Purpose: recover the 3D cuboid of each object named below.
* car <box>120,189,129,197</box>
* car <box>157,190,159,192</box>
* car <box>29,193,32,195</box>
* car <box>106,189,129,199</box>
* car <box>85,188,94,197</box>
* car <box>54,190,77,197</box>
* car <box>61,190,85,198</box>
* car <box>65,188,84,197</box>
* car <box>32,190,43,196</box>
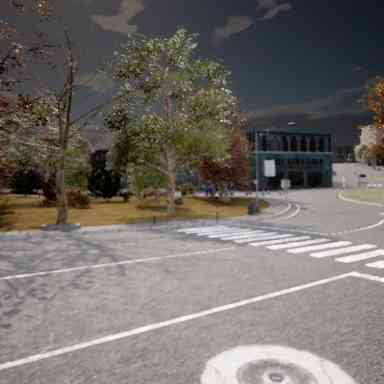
[{"bbox_3d":[-11.796,0.178,61.973,2.185,1.767,4.553,-2,1,16],"label":"car"},{"bbox_3d":[-7.009,-0.026,58.447,2.435,2.045,5.566,-1,2,16],"label":"car"},{"bbox_3d":[-37.620,0.152,82.059,2.097,1.535,5.008,0,2,19],"label":"car"},{"bbox_3d":[-14.210,0.338,63.599,1.946,1.575,5.366,-1,2,17],"label":"car"},{"bbox_3d":[-18.911,0.240,67.391,2.185,1.767,4.553,-1,2,17],"label":"car"},{"bbox_3d":[-28.323,0.306,74.648,2.097,1.535,5.008,0,2,18],"label":"car"},{"bbox_3d":[-25.993,0.339,72.807,2.231,1.521,4.892,-1,2,18],"label":"car"},{"bbox_3d":[-23.647,0.108,70.950,2.435,2.045,5.566,0,2,18],"label":"car"},{"bbox_3d":[-35.295,0.190,80.199,2.097,1.535,5.008,0,3,19],"label":"car"}]
